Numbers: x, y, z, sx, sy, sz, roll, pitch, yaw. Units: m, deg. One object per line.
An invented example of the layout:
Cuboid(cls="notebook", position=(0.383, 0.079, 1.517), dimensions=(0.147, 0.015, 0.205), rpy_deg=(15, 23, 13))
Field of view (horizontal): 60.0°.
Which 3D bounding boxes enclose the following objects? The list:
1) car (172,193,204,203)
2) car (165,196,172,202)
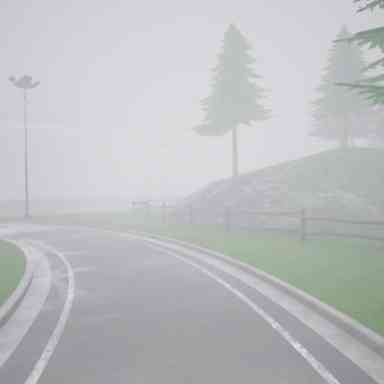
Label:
Cuboid(cls="car", position=(-0.680, 1.200, 62.788), dimensions=(5.008, 1.535, 1.882), rpy_deg=(-1, 0, -42))
Cuboid(cls="car", position=(-3.074, 1.252, 65.325), dimensions=(4.892, 1.490, 1.837), rpy_deg=(-1, 0, -42))
